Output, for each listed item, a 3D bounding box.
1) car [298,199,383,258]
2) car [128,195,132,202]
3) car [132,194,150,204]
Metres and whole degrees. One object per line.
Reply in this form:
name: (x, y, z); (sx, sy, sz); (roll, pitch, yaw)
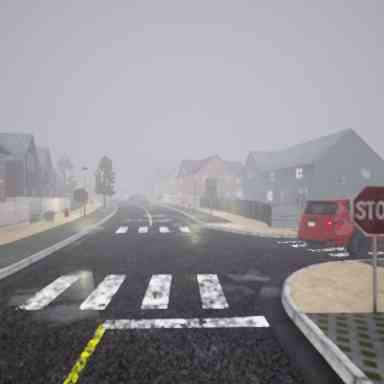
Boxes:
car: (6.746, 1.292, 12.909); (5.566, 2.045, 2.150); (1, -2, -23)
car: (-11.520, 1.219, 66.136); (1.882, 1.535, 5.008); (0, 0, -18)
car: (-8.385, 1.311, 56.134); (2.033, 1.411, 5.357); (0, 0, -17)
